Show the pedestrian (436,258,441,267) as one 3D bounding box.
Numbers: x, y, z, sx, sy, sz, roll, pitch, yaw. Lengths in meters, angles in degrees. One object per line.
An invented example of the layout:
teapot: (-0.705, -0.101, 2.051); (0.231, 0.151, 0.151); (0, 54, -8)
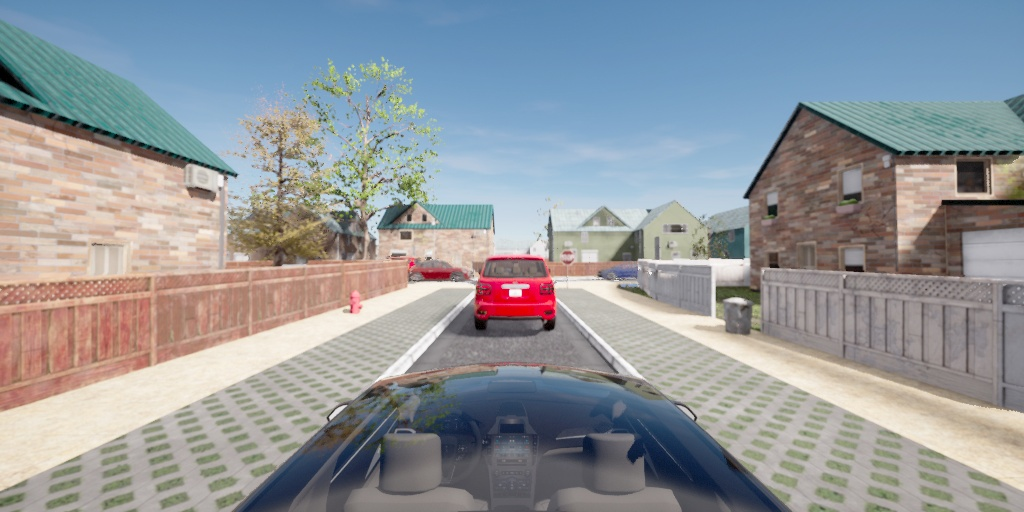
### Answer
pedestrian: (-6.751, 1.106, 32.855); (0.375, 1.860, 0.375); (0, -1, 1)

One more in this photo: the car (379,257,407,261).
car: (-10.188, 1.148, 29.983); (5.566, 2.045, 2.150); (-1, -1, 1)

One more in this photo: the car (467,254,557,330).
car: (0.085, 0.972, 11.239); (2.150, 2.045, 5.566); (0, 0, 0)

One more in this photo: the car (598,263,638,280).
car: (9.246, 1.309, 29.747); (4.181, 1.385, 1.994); (-1, -1, 1)

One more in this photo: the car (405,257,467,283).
car: (-5.342, 1.156, 26.974); (4.553, 1.767, 2.097); (-1, -1, 1)
